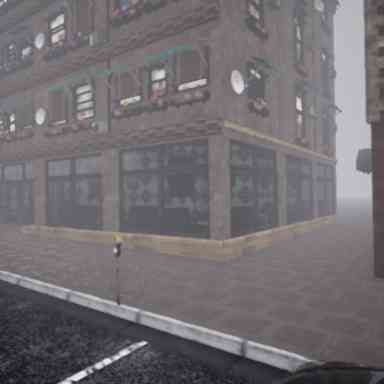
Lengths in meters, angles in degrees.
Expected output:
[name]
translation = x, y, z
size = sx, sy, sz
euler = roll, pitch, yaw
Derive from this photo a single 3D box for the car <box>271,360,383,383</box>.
[car]
translation = 2.158, 1.567, 1.352
size = 4.313, 1.339, 1.947
euler = 0, -1, 36
